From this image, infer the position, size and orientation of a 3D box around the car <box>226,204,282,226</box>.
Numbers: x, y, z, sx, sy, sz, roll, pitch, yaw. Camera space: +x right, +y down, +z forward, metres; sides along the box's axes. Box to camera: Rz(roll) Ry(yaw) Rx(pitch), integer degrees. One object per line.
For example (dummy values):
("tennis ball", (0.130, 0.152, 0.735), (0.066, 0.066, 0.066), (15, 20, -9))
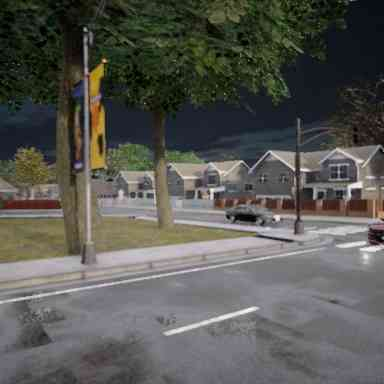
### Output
("car", (4.622, 1.699, 25.373), (2.128, 1.511, 4.902), (-1, 0, -35))

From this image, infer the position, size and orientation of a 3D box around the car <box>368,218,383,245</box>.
("car", (9.538, 1.529, 14.365), (5.008, 1.535, 1.882), (0, -1, -35))
